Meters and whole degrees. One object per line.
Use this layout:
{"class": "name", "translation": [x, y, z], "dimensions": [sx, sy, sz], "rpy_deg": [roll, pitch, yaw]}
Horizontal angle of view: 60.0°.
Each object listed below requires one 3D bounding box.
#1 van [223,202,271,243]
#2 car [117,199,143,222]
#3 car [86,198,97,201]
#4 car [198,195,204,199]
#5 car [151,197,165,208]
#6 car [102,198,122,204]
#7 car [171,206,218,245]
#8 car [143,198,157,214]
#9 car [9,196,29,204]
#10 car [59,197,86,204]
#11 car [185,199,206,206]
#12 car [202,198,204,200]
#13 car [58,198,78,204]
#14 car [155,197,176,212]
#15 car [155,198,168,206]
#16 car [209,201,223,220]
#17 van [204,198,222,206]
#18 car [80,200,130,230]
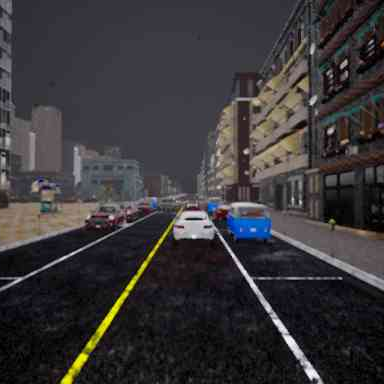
{"class": "van", "translation": [2.704, 1.441, 16.484], "dimensions": [1.690, 1.788, 3.998], "rpy_deg": [1, 0, 0]}
{"class": "car", "translation": [-5.644, 1.603, 27.745], "dimensions": [1.967, 1.590, 4.097], "rpy_deg": [1, 0, 0]}
{"class": "car", "translation": [-25.195, 2.161, 82.008], "dimensions": [4.313, 1.339, 1.947], "rpy_deg": [0, -1, 1]}
{"class": "car", "translation": [2.706, 2.020, 94.138], "dimensions": [2.008, 1.369, 4.403], "rpy_deg": [1, 0, 0]}
{"class": "car", "translation": [-5.642, 1.745, 55.974], "dimensions": [1.967, 1.590, 4.097], "rpy_deg": [1, 0, 0]}
{"class": "car", "translation": [-19.714, 2.121, 81.932], "dimensions": [4.403, 1.369, 2.008], "rpy_deg": [0, -1, 1]}
{"class": "car", "translation": [0.089, 1.623, 16.103], "dimensions": [1.812, 1.442, 4.674], "rpy_deg": [0, 0, 0]}
{"class": "car", "translation": [-5.644, 1.767, 39.036], "dimensions": [1.887, 1.381, 4.507], "rpy_deg": [1, 0, 0]}
{"class": "car", "translation": [-42.910, 1.993, 82.209], "dimensions": [5.009, 1.841, 2.192], "rpy_deg": [0, -1, 1]}
{"class": "car", "translation": [-26.374, 1.875, 73.387], "dimensions": [4.097, 1.590, 1.967], "rpy_deg": [0, -1, 1]}
{"class": "car", "translation": [0.091, 1.708, 31.429], "dimensions": [1.812, 1.442, 4.674], "rpy_deg": [0, 0, 0]}
{"class": "car", "translation": [2.703, 1.817, 44.714], "dimensions": [1.947, 1.339, 4.313], "rpy_deg": [1, 0, 0]}
{"class": "car", "translation": [-30.675, 2.203, 82.082], "dimensions": [4.206, 1.307, 1.802], "rpy_deg": [0, -1, 1]}
{"class": "car", "translation": [-3.090, 1.589, 42.223], "dimensions": [2.097, 1.767, 4.553], "rpy_deg": [0, 0, 0]}
{"class": "car", "translation": [-5.643, 1.877, 61.619], "dimensions": [1.887, 1.381, 4.507], "rpy_deg": [1, 0, 0]}
{"class": "car", "translation": [2.703, 1.708, 27.777], "dimensions": [1.887, 1.381, 4.507], "rpy_deg": [1, 0, 0]}
{"class": "van", "translation": [2.706, 1.564, 39.069], "dimensions": [1.690, 1.788, 3.998], "rpy_deg": [1, 0, 0]}
{"class": "car", "translation": [-5.650, 1.572, 22.099], "dimensions": [1.967, 1.590, 4.097], "rpy_deg": [1, 0, 0]}
